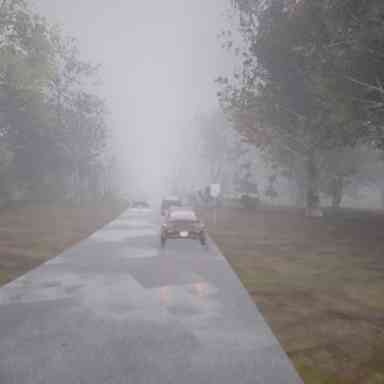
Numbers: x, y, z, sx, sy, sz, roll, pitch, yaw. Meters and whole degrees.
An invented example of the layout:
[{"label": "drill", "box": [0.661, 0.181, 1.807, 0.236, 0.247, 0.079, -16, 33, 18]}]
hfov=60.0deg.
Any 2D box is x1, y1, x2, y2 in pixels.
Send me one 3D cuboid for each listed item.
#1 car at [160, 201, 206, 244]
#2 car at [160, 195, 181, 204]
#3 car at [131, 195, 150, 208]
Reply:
[{"label": "car", "box": [-0.435, 1.385, 14.994, 1.812, 1.442, 4.674, 1, 1, -3]}, {"label": "car", "box": [-2.019, 1.076, 31.605, 1.882, 1.535, 5.008, 2, 1, -7]}, {"label": "car", "box": [-5.669, 1.000, 36.672, 2.033, 1.411, 5.357, 2, 0, -8]}]
